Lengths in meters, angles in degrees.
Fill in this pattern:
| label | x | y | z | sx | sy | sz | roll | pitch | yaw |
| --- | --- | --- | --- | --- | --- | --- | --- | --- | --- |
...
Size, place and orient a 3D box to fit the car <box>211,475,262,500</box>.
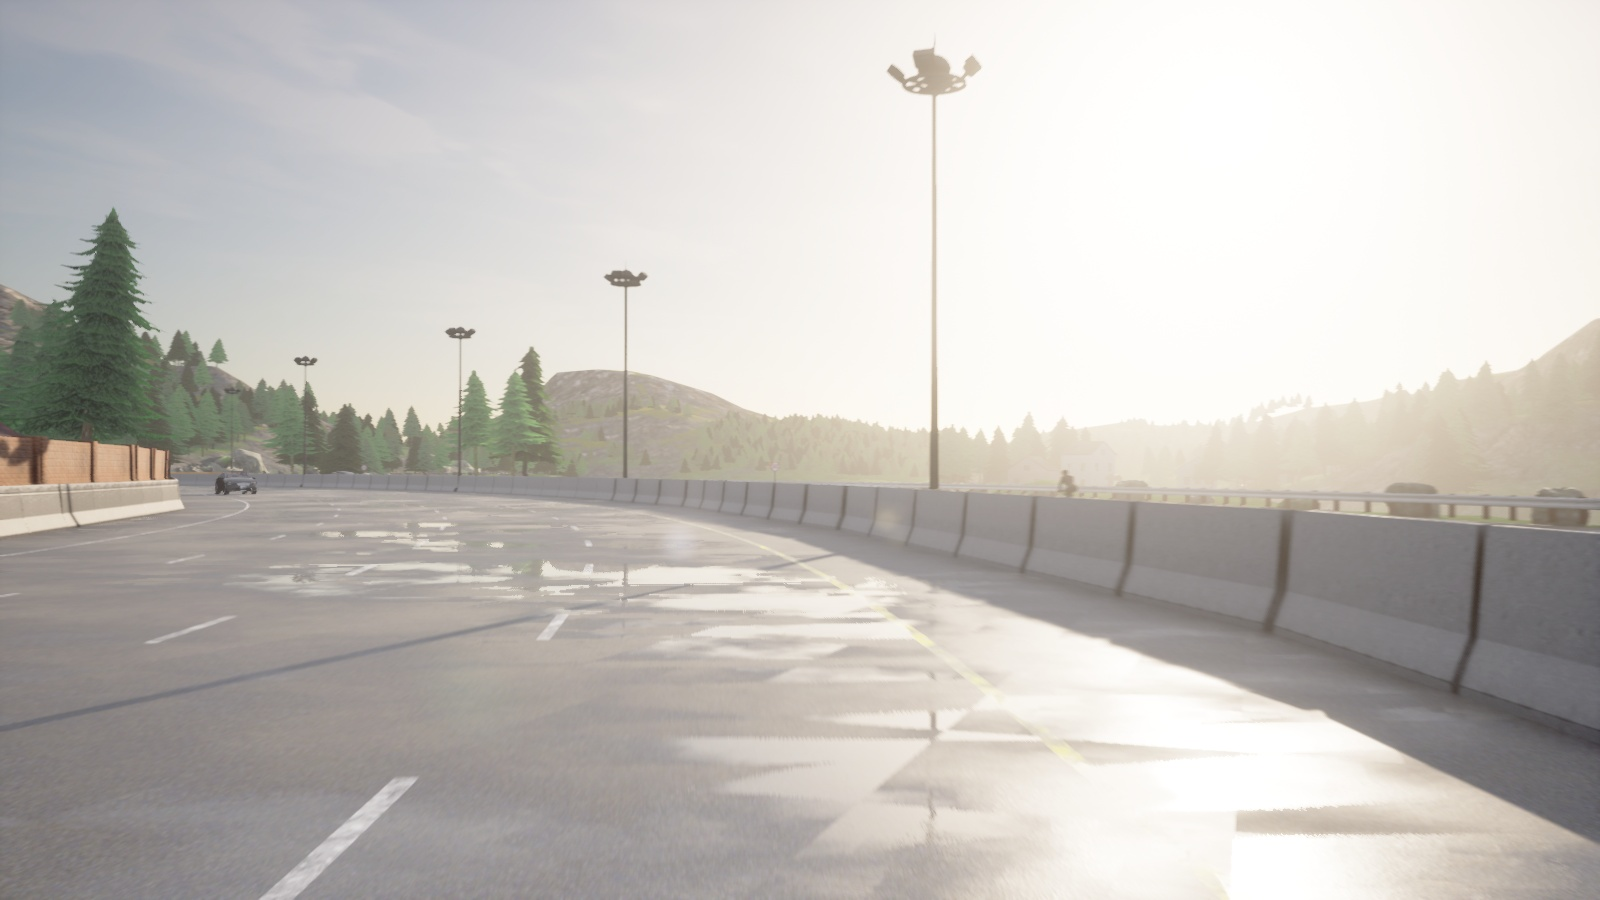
| label | x | y | z | sx | sy | sz | roll | pitch | yaw |
| --- | --- | --- | --- | --- | --- | --- | --- | --- | --- |
| car | -35.552 | 2.324 | 79.159 | 2.128 | 1.511 | 4.902 | 0 | -1 | -34 |
